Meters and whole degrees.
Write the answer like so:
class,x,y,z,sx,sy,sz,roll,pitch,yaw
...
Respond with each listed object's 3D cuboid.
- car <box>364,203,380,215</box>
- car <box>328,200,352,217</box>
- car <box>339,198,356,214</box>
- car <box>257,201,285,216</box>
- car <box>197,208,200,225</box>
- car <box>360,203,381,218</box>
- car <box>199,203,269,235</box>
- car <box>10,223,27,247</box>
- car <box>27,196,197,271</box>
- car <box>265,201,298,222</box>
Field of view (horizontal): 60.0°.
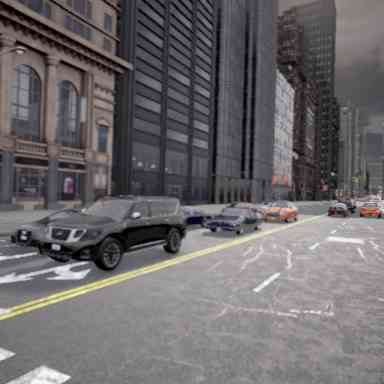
class,x,y,z,sx,sy,sz,roll,pitch,yaw
car,25.771,2.356,47.600,1.837,1.490,4.892,2,0,29
car,17.004,2.062,38.578,1.837,1.490,4.892,2,0,29
car,22.103,1.957,47.703,2.150,2.045,5.566,2,0,30
car,9.106,1.836,38.088,1.812,1.442,4.674,2,0,30
car,-0.575,1.595,20.874,1.895,1.301,4.718,2,0,29
car,21.240,2.044,39.493,2.097,1.767,4.553,2,0,29
car,2.750,1.643,20.159,2.033,1.411,5.357,2,0,29
car,-4.845,1.421,13.236,1.994,1.385,4.181,2,0,29
car,-2.244,1.157,11.215,2.150,2.045,5.566,2,0,29
car,7.744,1.610,29.023,2.097,1.767,4.553,2,0,30
